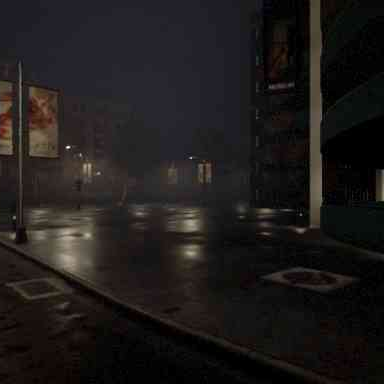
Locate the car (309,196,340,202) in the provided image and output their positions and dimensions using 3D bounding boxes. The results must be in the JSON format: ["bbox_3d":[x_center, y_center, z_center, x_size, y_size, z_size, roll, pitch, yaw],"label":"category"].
[{"bbox_3d":[15.593,1.318,39.958,4.674,1.452,2.002,0,0,-41],"label":"car"}]

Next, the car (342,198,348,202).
[{"bbox_3d":[22.136,1.411,51.046,4.786,1.482,2.161,0,0,-41],"label":"car"}]
